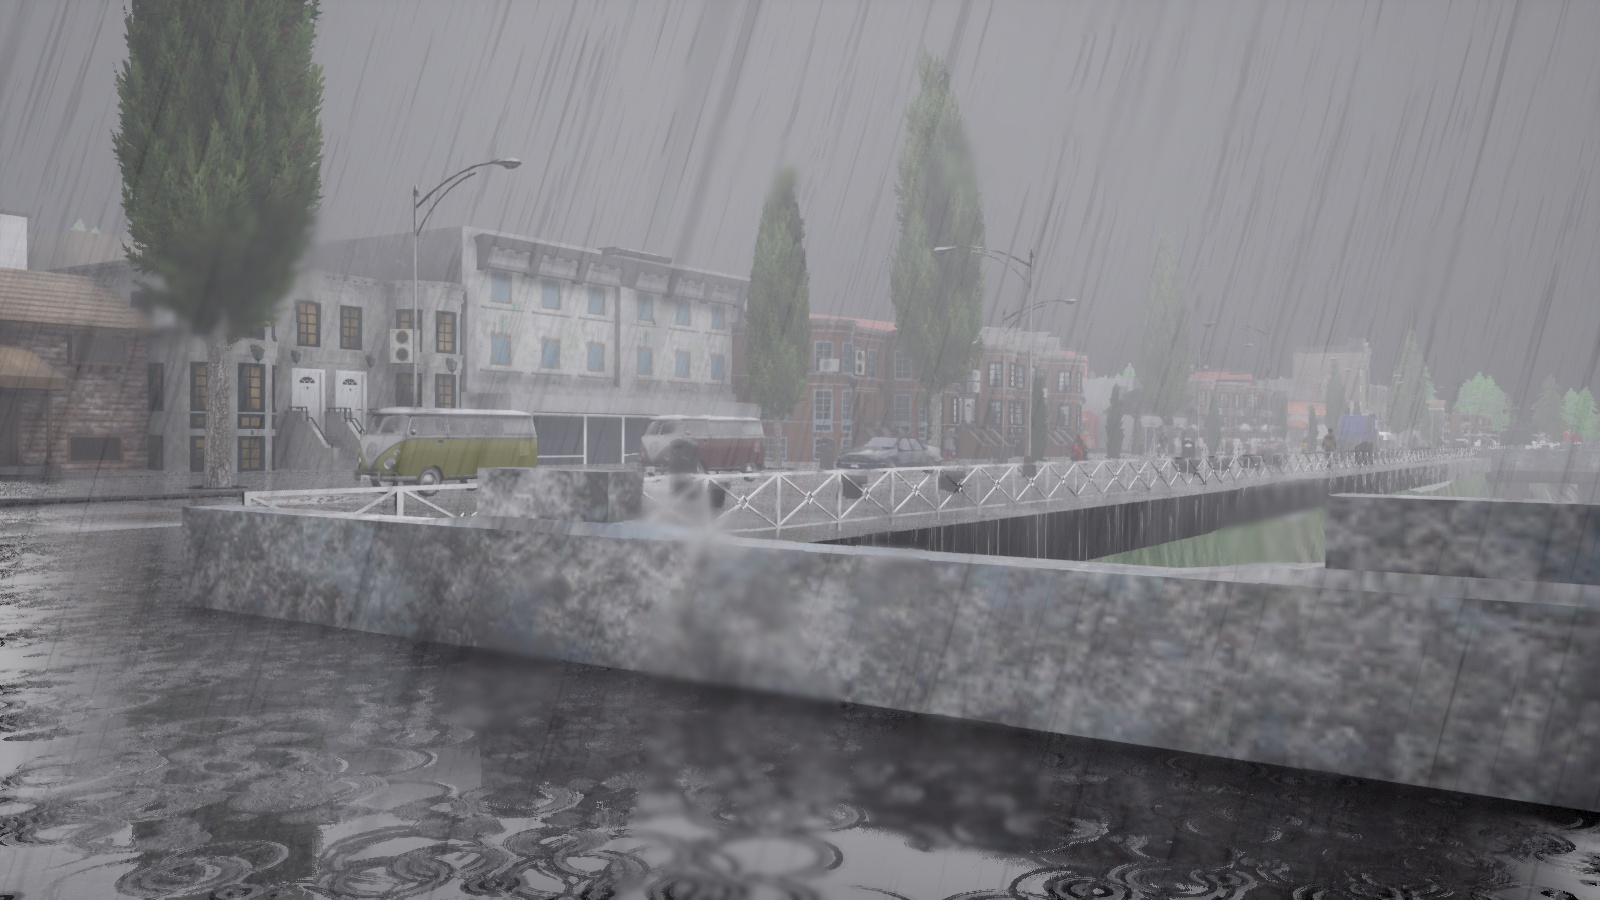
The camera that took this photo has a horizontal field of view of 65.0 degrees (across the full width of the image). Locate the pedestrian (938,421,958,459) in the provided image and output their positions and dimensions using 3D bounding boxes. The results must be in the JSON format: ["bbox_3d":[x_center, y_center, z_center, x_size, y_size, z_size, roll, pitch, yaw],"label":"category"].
[{"bbox_3d":[7.740,-0.541,65.515,0.659,1.952,0.873,0,1,41],"label":"pedestrian"}]

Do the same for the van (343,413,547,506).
[{"bbox_3d":[-8.123,0.159,29.146,1.775,1.987,4.442,0,1,34],"label":"van"}]

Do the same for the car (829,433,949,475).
[{"bbox_3d":[3.384,0.114,46.490,2.033,1.411,5.357,0,1,34],"label":"car"}]

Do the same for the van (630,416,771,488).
[{"bbox_3d":[-2.858,0.000,37.081,1.775,1.987,4.442,0,1,34],"label":"van"}]

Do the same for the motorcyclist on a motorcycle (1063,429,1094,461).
[{"bbox_3d":[13.801,-0.261,62.191,0.797,1.523,2.044,0,1,34],"label":"motorcyclist on a motorcycle"}]

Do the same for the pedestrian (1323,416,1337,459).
[{"bbox_3d":[23.948,-0.550,56.754,0.396,1.930,0.692,0,1,37],"label":"pedestrian"}]
